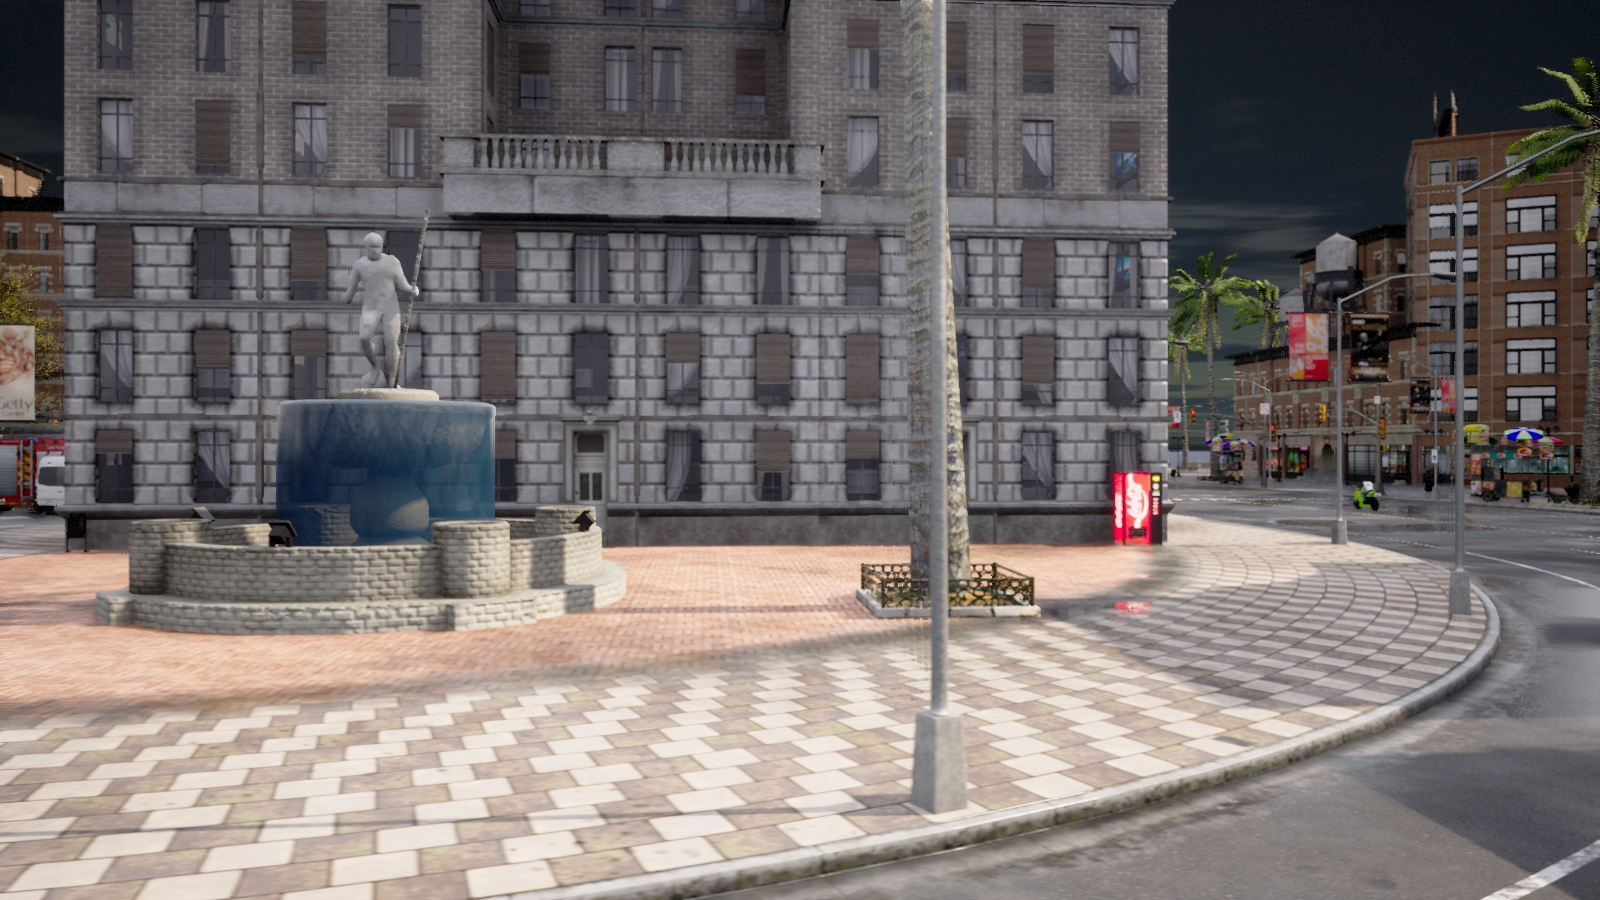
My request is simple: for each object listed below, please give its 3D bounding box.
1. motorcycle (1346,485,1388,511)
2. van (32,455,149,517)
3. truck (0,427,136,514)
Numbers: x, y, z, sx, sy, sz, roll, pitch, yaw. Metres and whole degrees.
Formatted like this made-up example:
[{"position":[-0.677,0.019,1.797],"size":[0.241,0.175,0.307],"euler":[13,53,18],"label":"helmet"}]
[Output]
[{"position":[26.298,2.216,53.028],"size":[0.803,1.145,2.033],"euler":[0,0,-4],"label":"motorcycle"},{"position":[-31.515,1.538,51.009],"size":[1.988,2.561,5.915],"euler":[0,0,-5],"label":"van"},{"position":[-35.166,0.895,54.425],"size":[2.891,3.827,8.468],"euler":[0,0,-6],"label":"truck"}]
